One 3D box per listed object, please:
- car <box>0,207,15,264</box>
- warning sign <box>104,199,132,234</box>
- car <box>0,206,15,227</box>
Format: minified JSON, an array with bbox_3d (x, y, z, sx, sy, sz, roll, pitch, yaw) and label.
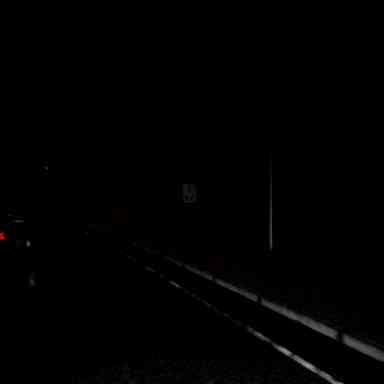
[{"bbox_3d":[-7.637,1.486,12.029,2.097,1.767,4.553,0,-1,-27],"label":"car"},{"bbox_3d":[-4.171,1.323,18.638,1.300,1.860,1.060,1,-1,-27],"label":"warning sign"},{"bbox_3d":[-14.690,1.844,25.438,1.994,1.385,4.181,0,-1,-29],"label":"car"}]
